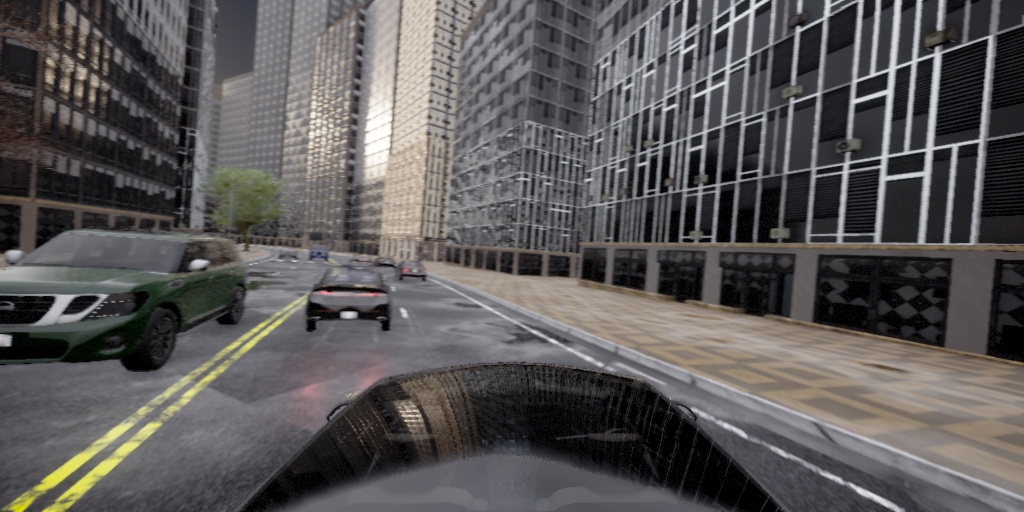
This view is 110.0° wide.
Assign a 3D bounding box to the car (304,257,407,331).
[{"bbox_3d":[-4.331,0.998,9.861,2.128,1.511,4.902,4,0,-22],"label":"car"}]

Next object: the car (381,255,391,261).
[{"bbox_3d":[-14.486,0.585,40.854,1.994,1.385,4.181,4,0,-27],"label":"car"}]

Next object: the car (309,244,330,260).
[{"bbox_3d":[-24.575,-0.422,45.707,2.150,2.045,5.566,4,0,-29],"label":"car"}]

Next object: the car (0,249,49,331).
[{"bbox_3d":[-9.594,0.621,4.916,1.812,1.442,4.674,4,0,-22],"label":"car"}]

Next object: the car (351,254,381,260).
[{"bbox_3d":[-11.634,0.618,27.650,2.128,1.511,4.902,4,0,-24],"label":"car"}]

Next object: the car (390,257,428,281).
[{"bbox_3d":[-7.299,0.966,25.749,2.033,1.411,5.357,4,0,-23],"label":"car"}]

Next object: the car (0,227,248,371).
[{"bbox_3d":[-6.724,0.531,6.506,2.150,2.045,5.566,4,0,-22],"label":"car"}]

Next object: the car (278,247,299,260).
[{"bbox_3d":[-27.222,-0.311,43.742,1.812,1.442,4.674,4,0,-29],"label":"car"}]
